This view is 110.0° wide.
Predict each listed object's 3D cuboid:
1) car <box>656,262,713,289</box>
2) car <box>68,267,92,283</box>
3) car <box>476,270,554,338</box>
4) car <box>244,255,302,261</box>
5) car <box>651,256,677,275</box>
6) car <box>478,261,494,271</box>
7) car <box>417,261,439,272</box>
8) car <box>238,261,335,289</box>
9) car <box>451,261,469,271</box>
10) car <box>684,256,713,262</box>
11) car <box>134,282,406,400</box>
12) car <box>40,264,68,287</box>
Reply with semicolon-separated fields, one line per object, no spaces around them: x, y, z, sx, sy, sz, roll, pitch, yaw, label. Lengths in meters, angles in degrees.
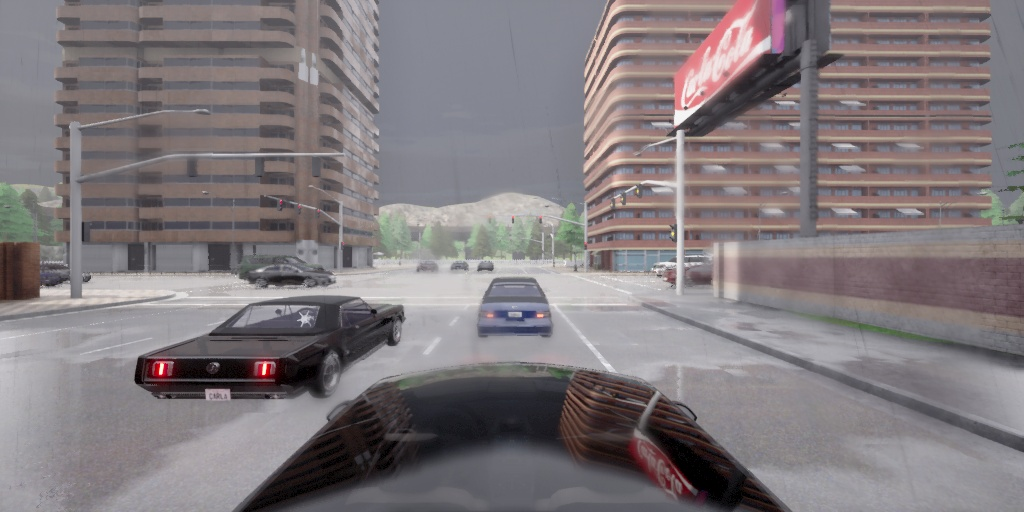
11.921;1.275;22.505;4.674;1.442;1.812;0;0;-1;car
-33.159;1.275;25.682;4.674;1.442;1.812;0;0;-1;car
0.065;1.297;10.176;2.033;1.411;5.357;0;0;0;car
-16.423;0.972;25.782;5.566;2.045;2.150;0;0;0;car
15.862;0.972;33.222;5.566;2.045;2.150;0;0;0;car
-3.516;1.313;48.930;1.994;1.385;4.181;0;0;0;car
-10.654;1.314;45.574;1.994;1.385;4.181;0;0;1;car
-13.619;1.243;22.303;4.902;1.511;2.128;0;0;0;car
-7.141;1.314;49.394;1.994;1.385;4.181;0;0;1;car
16.701;1.102;29.727;4.553;1.767;2.097;0;0;0;car
-3.450;1.351;6.453;1.895;1.301;4.718;0;0;0;car
-31.132;1.275;22.196;4.674;1.442;1.812;0;0;-1;car
